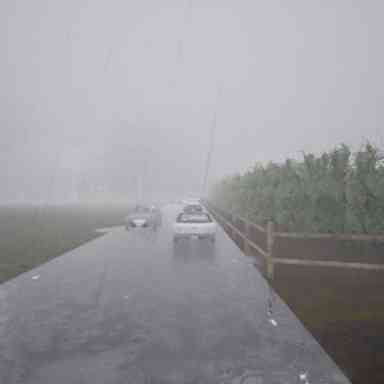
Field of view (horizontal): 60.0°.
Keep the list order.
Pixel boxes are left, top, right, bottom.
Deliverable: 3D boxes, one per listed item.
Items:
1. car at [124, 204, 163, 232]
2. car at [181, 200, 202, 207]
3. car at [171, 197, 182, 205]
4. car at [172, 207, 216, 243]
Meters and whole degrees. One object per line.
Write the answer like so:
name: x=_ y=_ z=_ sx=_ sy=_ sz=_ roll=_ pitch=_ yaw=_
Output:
car: x=-2.846 y=1.505 z=20.390 sx=2.128 sy=1.511 sz=4.902 roll=0 pitch=0 yaw=0
car: x=0.107 y=1.564 z=33.929 sx=1.812 sy=1.442 sz=4.674 roll=0 pitch=0 yaw=0
car: x=-2.781 y=1.629 z=61.720 sx=2.128 sy=1.511 sz=4.902 roll=0 pitch=0 yaw=1
car: x=0.101 y=1.610 z=16.141 sx=1.895 sy=1.301 sz=4.718 roll=0 pitch=0 yaw=0
